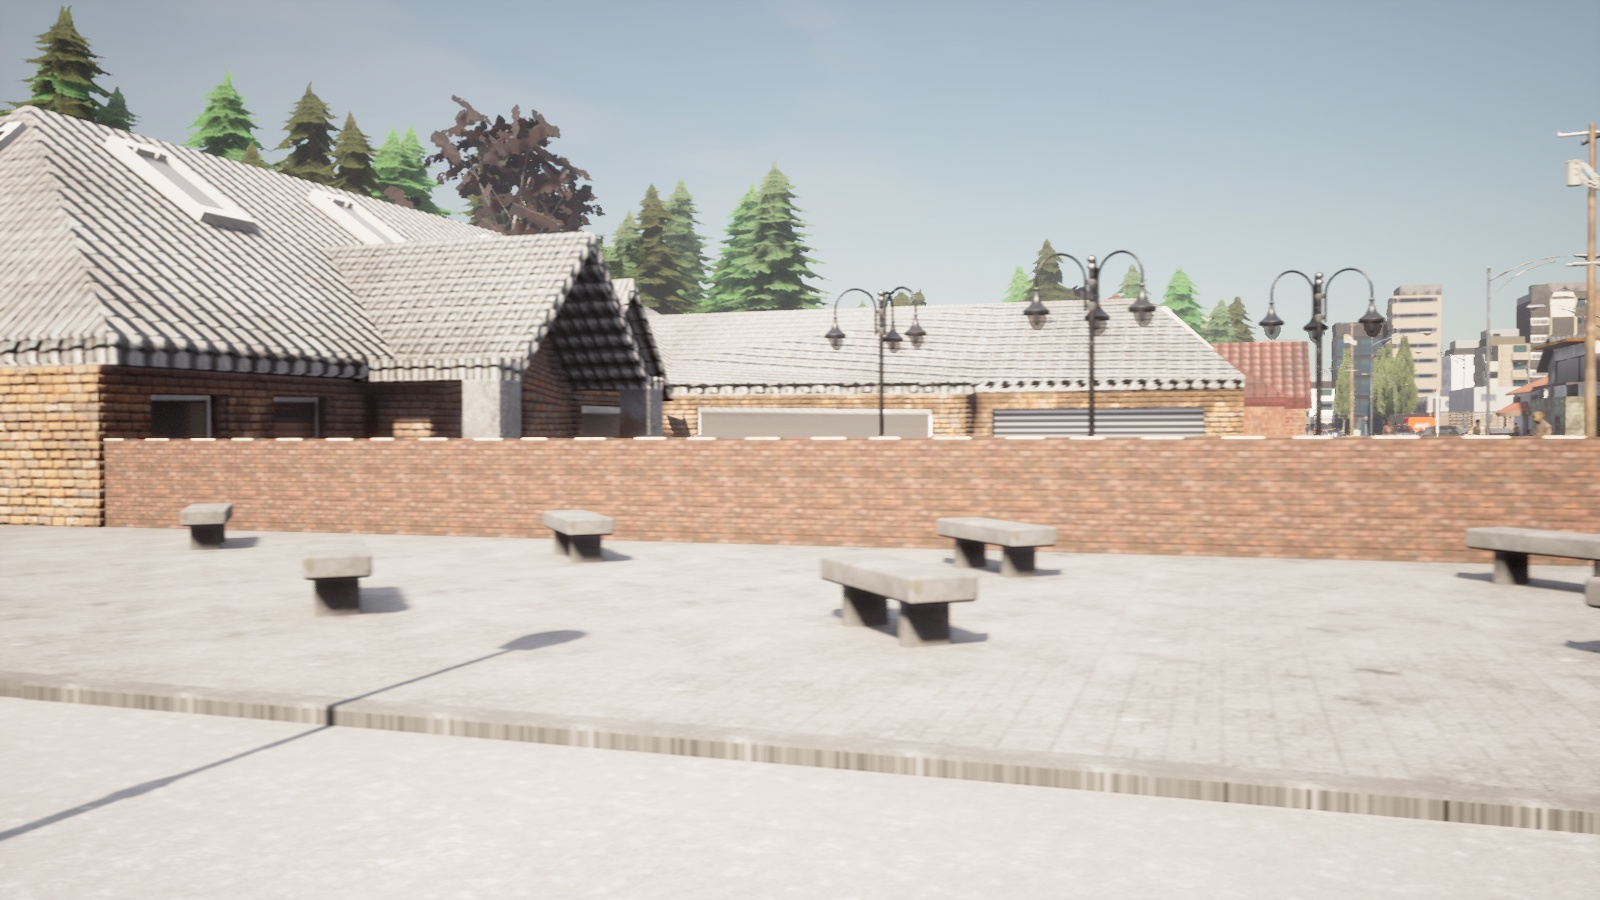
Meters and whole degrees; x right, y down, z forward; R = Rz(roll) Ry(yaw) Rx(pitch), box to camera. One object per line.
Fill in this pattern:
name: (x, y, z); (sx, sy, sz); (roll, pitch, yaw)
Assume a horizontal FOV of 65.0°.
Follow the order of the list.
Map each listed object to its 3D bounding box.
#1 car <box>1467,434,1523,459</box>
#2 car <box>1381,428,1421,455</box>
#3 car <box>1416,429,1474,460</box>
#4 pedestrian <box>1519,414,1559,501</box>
car: (42.562, -0.252, 76.982); (2.163, 1.488, 4.792); (1, 1, 19)
car: (41.951, -0.607, 87.681); (1.932, 1.855, 4.605); (0, 1, 18)
car: (36.167, -0.326, 70.535); (2.242, 1.667, 4.611); (1, 1, 19)
pedestrian: (15.747, 0.165, 26.763); (0.634, 1.846, 0.331); (0, 1, -2)
